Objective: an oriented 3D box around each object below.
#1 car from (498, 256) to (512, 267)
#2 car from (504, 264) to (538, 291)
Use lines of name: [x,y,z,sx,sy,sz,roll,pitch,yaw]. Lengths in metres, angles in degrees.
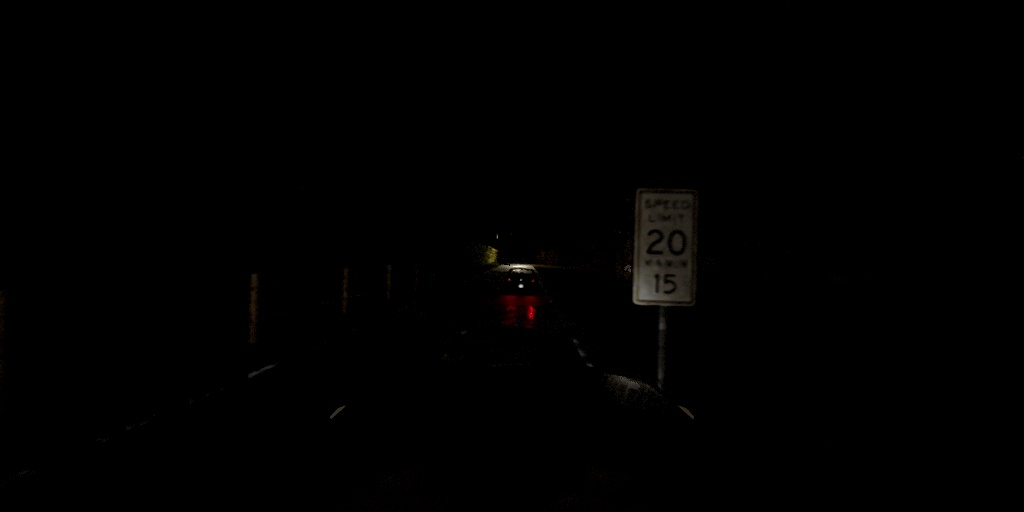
car: [-1.095,0.806,53.708,1.882,1.535,5.008,2,0,2]
car: [0.580,1.351,21.740,1.895,1.301,4.718,2,0,2]
